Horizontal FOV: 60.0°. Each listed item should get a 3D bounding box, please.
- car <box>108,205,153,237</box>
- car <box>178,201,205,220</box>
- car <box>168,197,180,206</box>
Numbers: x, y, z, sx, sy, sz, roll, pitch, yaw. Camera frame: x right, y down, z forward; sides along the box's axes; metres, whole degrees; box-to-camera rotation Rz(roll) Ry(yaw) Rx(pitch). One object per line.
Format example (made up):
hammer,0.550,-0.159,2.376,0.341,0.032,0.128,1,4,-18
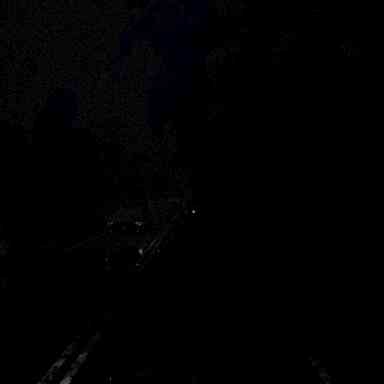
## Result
car,-3.328,1.521,18.692,1.882,1.535,5.008,0,0,0
car,0.142,1.624,29.120,2.033,1.411,5.357,0,0,0
car,-3.187,1.635,60.275,1.882,1.535,5.008,0,0,1
